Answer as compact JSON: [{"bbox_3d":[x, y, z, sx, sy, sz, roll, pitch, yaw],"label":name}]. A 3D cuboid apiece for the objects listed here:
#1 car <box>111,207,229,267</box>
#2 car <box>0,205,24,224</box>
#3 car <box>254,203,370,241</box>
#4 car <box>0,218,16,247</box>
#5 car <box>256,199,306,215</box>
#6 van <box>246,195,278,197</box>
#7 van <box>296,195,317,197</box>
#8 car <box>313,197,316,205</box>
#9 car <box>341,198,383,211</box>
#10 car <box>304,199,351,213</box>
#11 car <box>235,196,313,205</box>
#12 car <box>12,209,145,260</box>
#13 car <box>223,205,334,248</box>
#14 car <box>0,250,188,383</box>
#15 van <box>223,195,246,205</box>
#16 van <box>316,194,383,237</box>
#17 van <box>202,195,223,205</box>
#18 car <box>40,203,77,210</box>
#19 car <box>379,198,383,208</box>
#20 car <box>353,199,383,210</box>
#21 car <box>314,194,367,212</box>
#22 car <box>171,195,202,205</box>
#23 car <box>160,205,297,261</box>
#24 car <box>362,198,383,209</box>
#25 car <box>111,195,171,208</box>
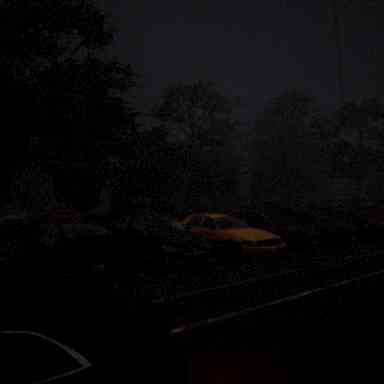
[{"bbox_3d":[-1.301,1.498,11.275,2.231,1.521,4.892,0,0,-35],"label":"car"},{"bbox_3d":[-11.158,1.537,20.309,2.002,1.452,4.674,0,0,-35],"label":"car"},{"bbox_3d":[5.506,1.522,16.075,2.163,1.488,4.792,0,0,-35],"label":"car"},{"bbox_3d":[-5.713,1.497,7.899,1.946,1.575,5.366,0,0,-35],"label":"car"},{"bbox_3d":[9.239,1.522,34.857,2.163,1.488,4.792,0,0,-35],"label":"car"},{"bbox_3d":[7.077,1.262,33.150,1.878,1.987,4.442,0,0,-36],"label":"van"},{"bbox_3d":[13.598,1.294,38.067,1.878,1.987,4.442,0,0,-35],"label":"van"},{"bbox_3d":[11.390,1.533,36.388,2.163,1.488,4.792,0,0,-35],"label":"car"},{"bbox_3d":[22.899,1.606,44.315,1.946,1.575,5.366,1,0,-35],"label":"car"},{"bbox_3d":[16.038,1.570,39.626,2.163,1.488,4.792,1,0,-35],"label":"car"},{"bbox_3d":[5.339,1.363,21.442,4.553,1.767,2.097,0,0,-35],"label":"car"},{"bbox_3d":[-3.555,1.500,9.655,2.231,1.521,4.892,0,0,-35],"label":"car"},{"bbox_3d":[3.244,1.524,14.465,2.163,1.488,4.792,0,0,-35],"label":"car"},{"bbox_3d":[-2.315,1.507,2.033,4.892,1.490,1.837,0,0,-36],"label":"car"},{"bbox_3d":[2.420,1.263,30.111,1.878,1.987,4.442,0,0,-35],"label":"van"},{"bbox_3d":[9.945,1.264,19.413,1.878,1.987,4.442,0,0,-35],"label":"van"},{"bbox_3d":[0.298,1.264,28.315,1.878,1.987,4.442,0,0,-35],"label":"van"},{"bbox_3d":[-8.795,1.496,21.981,2.097,1.535,5.008,0,0,-35],"label":"car"},{"bbox_3d":[31.721,1.698,50.815,2.097,1.535,5.008,1,0,-35],"label":"car"},{"bbox_3d":[25.050,1.671,46.070,2.002,1.452,4.674,1,0,-35],"label":"car"},{"bbox_3d":[18.263,1.312,41.279,2.435,2.045,5.566,1,0,-35],"label":"car"},{"bbox_3d":[-2.010,1.240,26.782,2.435,2.045,5.566,0,0,-35],"label":"car"},{"bbox_3d":[1.072,1.493,12.728,1.946,1.575,5.366,0,0,-35],"label":"car"},{"bbox_3d":[27.322,1.684,47.655,2.163,1.488,4.792,1,0,-35],"label":"car"},{"bbox_3d":[-4.267,1.242,25.175,2.435,2.045,5.566,0,0,-35],"label":"car"}]
